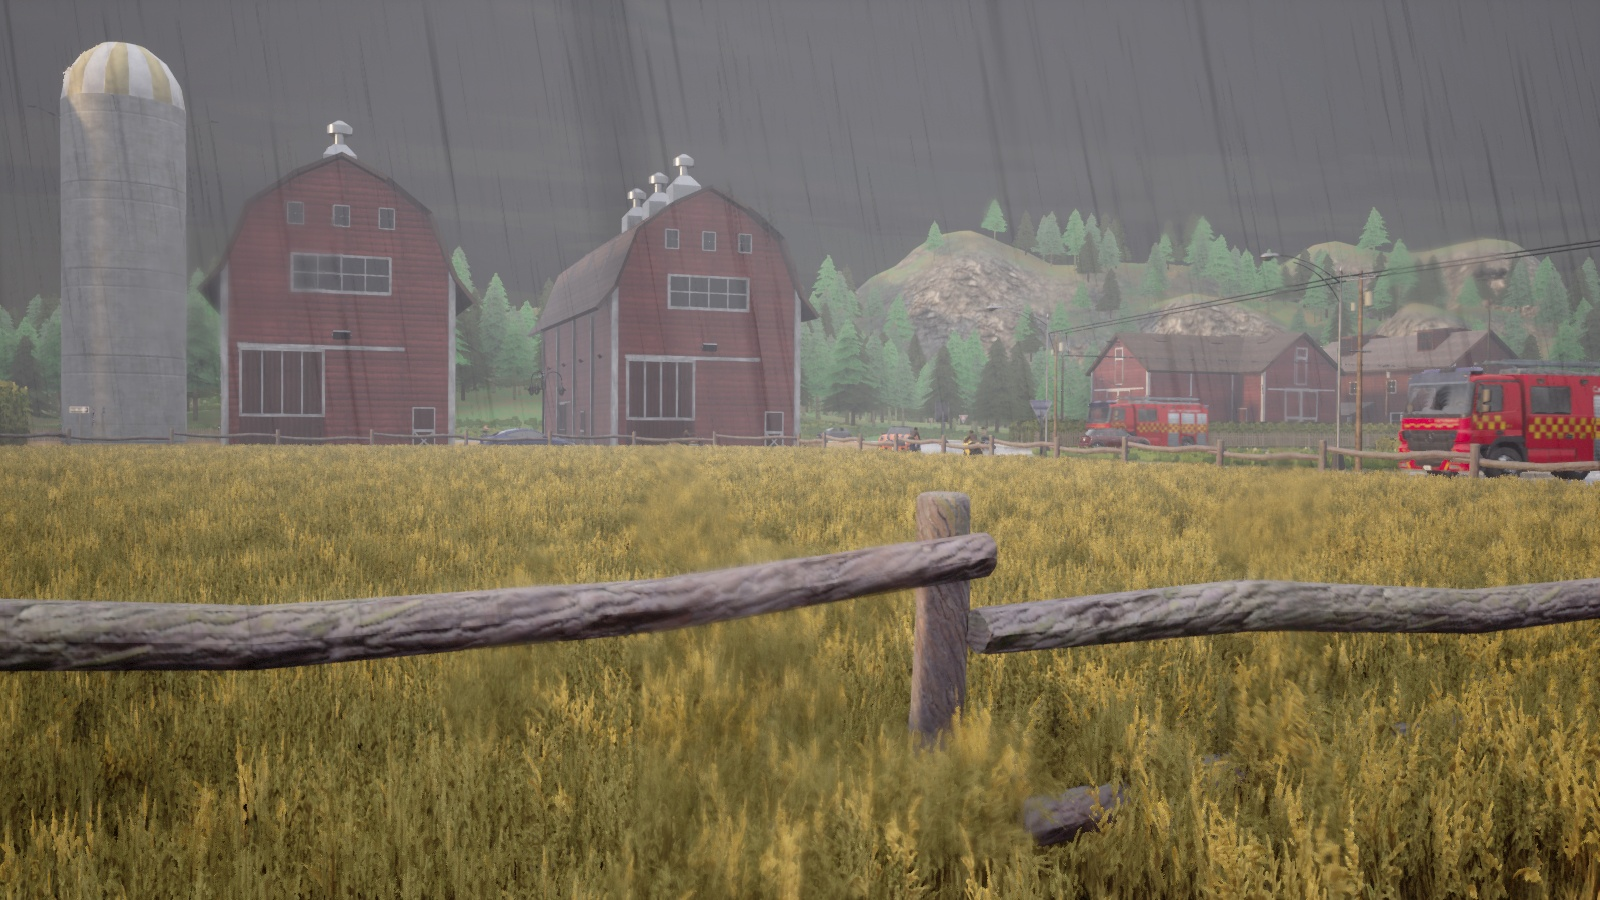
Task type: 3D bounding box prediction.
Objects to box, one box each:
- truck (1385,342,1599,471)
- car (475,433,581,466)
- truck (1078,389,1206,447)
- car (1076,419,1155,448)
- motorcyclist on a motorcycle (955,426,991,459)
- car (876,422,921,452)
[{"bbox_3d":[23.235,-1.397,40.010,8.468,3.827,2.891,-1,1,-16],"label":"truck"},{"bbox_3d":[-13.064,-0.036,60.391,4.674,1.442,1.812,-1,1,-24],"label":"car"},{"bbox_3d":[23.609,-2.228,86.623,8.468,3.827,2.891,-1,1,-21],"label":"truck"},{"bbox_3d":[20.587,-1.079,81.978,4.553,1.767,2.097,-1,1,-9],"label":"car"},{"bbox_3d":[8.154,-0.372,59.371,0.797,1.523,2.044,-1,1,-20],"label":"motorcyclist on a motorcycle"},{"bbox_3d":[6.135,-0.845,77.429,2.097,1.767,4.553,-1,1,13],"label":"car"}]
